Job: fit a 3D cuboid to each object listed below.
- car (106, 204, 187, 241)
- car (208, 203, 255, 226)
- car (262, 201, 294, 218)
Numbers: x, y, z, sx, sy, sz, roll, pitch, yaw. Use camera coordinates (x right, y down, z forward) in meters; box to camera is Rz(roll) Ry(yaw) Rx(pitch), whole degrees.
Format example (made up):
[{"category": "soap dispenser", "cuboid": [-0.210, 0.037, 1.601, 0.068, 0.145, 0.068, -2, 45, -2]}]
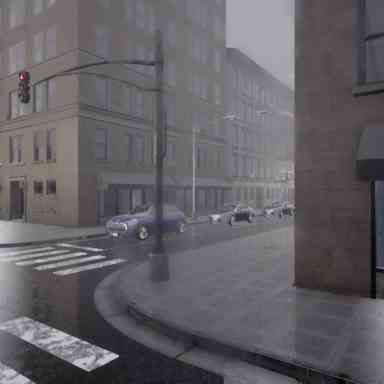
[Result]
[{"category": "car", "cuboid": [-2.301, 1.432, 17.510, 2.097, 1.767, 4.553, 0, 0, 36]}, {"category": "car", "cuboid": [3.017, 1.622, 24.946, 2.128, 1.511, 4.902, 0, 0, 35]}, {"category": "car", "cuboid": [8.531, 1.674, 32.697, 2.128, 1.511, 4.902, 0, 0, 36]}]
